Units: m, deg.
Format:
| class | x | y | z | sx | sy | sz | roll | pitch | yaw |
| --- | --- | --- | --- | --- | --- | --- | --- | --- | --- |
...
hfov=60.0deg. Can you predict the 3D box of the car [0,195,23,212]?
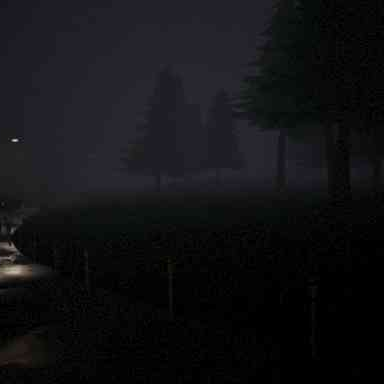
| class | x | y | z | sx | sy | sz | roll | pitch | yaw |
| --- | --- | --- | --- | --- | --- | --- | --- | --- | --- |
| car | -20.159 | 1.056 | 35.997 | 2.097 | 1.767 | 4.553 | 3 | 2 | -6 |
